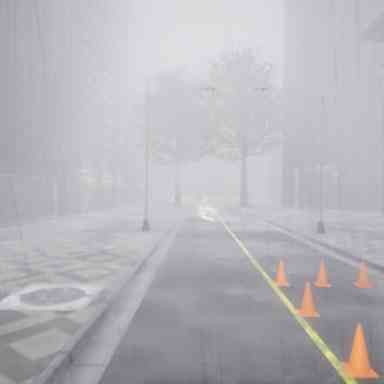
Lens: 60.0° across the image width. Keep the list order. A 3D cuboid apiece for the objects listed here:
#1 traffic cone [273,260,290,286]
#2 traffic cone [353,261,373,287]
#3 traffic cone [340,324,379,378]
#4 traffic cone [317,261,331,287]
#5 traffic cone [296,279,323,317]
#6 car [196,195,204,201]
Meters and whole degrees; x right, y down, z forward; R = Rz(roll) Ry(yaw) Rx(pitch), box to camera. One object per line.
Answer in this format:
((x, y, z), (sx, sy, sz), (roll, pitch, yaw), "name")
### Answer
((2.216, 1.986, 8.247), (0.340, 0.580, 0.340), (1, 0, 1), "traffic cone")
((4.215, 2.010, 8.206), (0.340, 0.580, 0.340), (1, 0, 1), "traffic cone")
((2.135, 1.983, 4.247), (0.340, 0.580, 0.340), (1, 0, 1), "traffic cone")
((3.215, 1.998, 8.226), (0.340, 0.580, 0.340), (1, 0, 1), "traffic cone")
((2.175, 1.984, 6.247), (0.340, 0.580, 0.340), (1, 0, 1), "traffic cone")
((2.121, 1.661, 88.879), (1.812, 1.442, 4.674), (1, 0, 1), "car")
